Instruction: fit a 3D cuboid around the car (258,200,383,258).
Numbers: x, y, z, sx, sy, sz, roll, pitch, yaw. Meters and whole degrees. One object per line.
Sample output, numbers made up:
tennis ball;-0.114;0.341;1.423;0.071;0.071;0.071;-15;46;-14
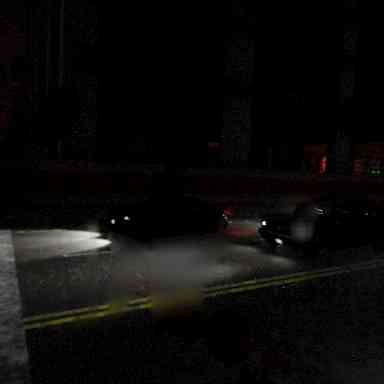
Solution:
car;4.418;1.110;10.603;4.718;1.301;1.895;0;4;-30

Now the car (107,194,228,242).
car;-0.780;0.781;11.632;4.181;1.385;1.994;0;4;-30

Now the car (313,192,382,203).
car;7.165;0.760;16.207;5.008;1.535;1.882;0;4;-30
